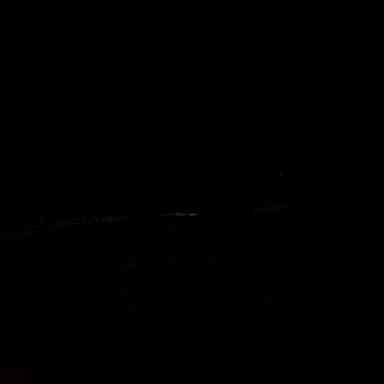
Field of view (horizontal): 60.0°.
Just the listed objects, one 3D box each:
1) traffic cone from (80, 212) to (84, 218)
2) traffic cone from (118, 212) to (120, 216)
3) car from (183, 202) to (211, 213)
[{"bbox_3d":[-11.923,2.494,36.131,0.340,0.580,0.340,0,-1,28],"label":"traffic cone"},{"bbox_3d":[-8.926,2.578,40.693,0.340,0.580,0.340,0,-1,38],"label":"traffic cone"},{"bbox_3d":[0.744,2.270,48.405,1.882,1.535,5.008,0,-1,40],"label":"car"}]
